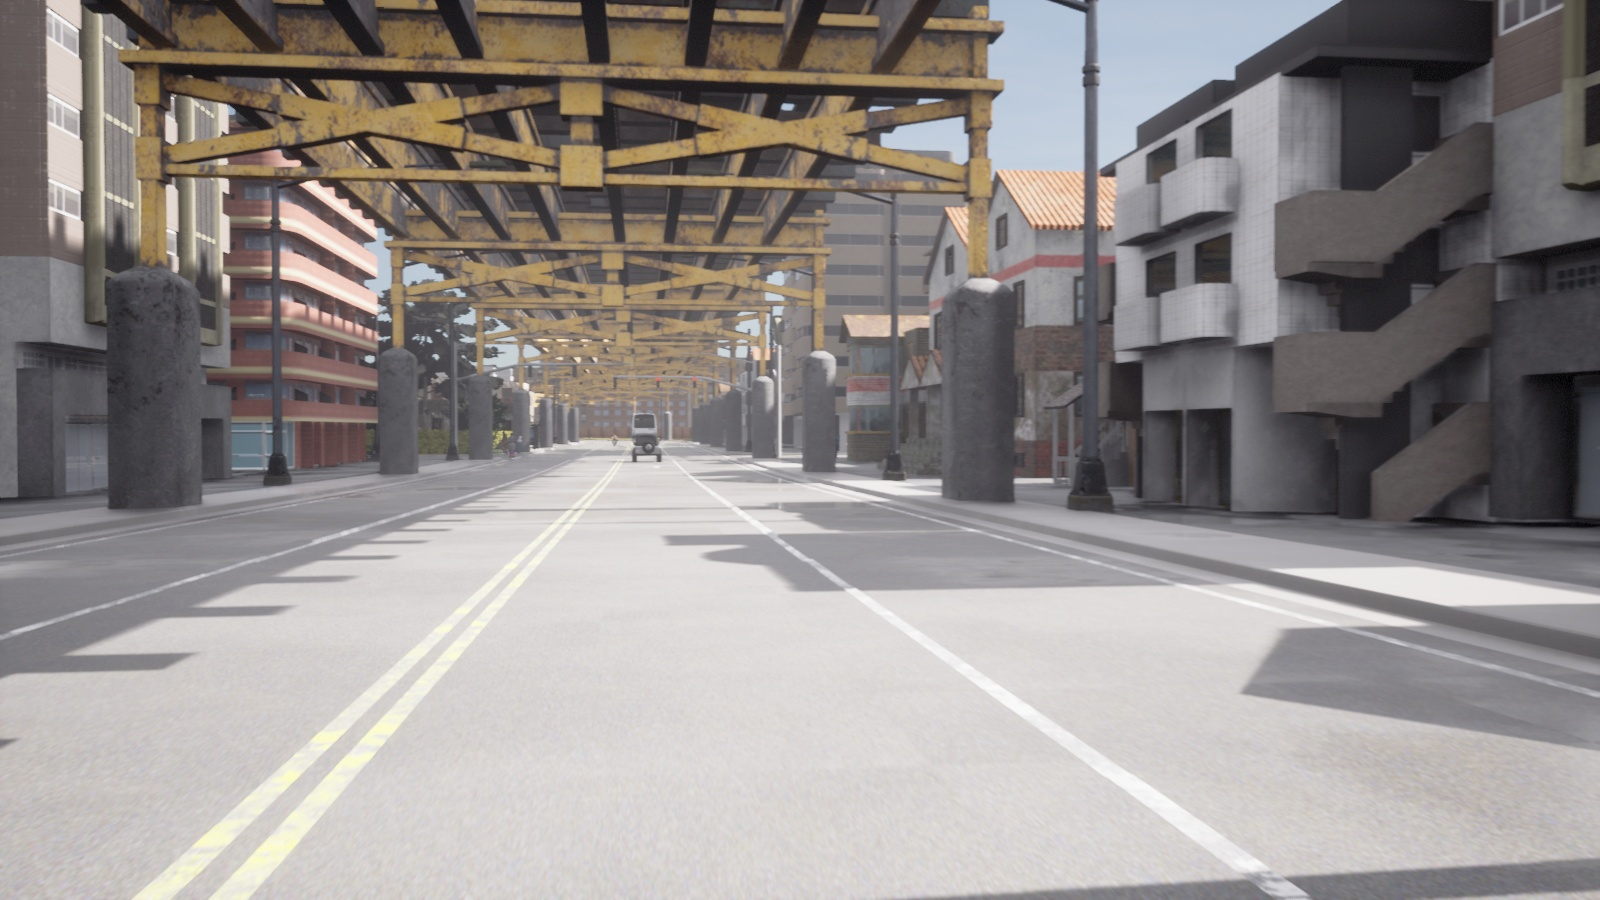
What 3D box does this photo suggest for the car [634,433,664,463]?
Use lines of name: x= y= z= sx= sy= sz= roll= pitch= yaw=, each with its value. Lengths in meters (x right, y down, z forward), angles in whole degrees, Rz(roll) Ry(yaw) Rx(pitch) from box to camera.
car: x=-9.752 y=-0.176 z=81.070 sx=1.905 sy=1.878 sz=3.866 roll=0 pitch=1 yaw=-7
